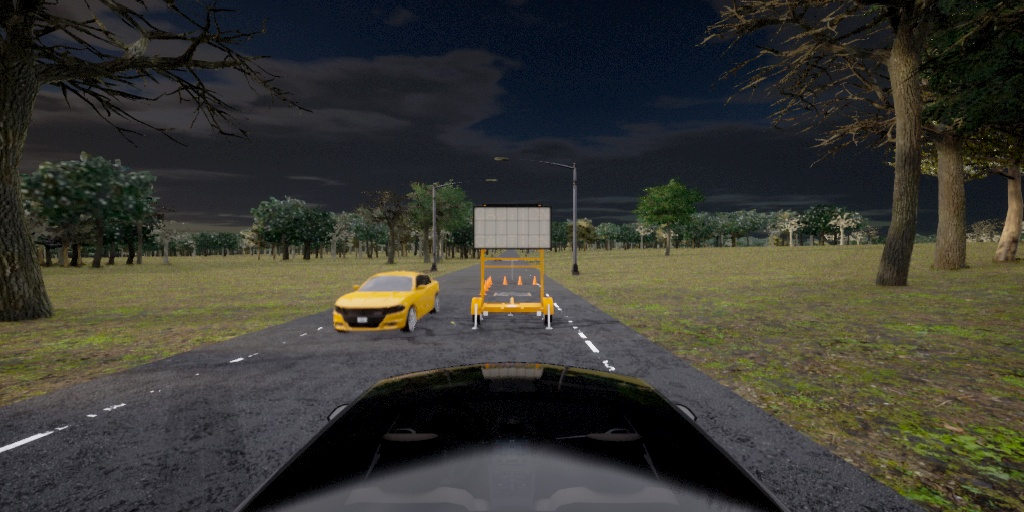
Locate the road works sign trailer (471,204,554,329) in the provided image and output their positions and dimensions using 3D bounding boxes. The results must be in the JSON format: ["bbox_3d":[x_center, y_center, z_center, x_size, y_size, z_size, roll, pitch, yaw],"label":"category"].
[{"bbox_3d":[0.011,0.197,11.139,2.380,3.560,2.880,0,0,0],"label":"road works sign trailer"}]

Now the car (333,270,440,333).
[{"bbox_3d":[-3.489,1.212,10.862,1.882,1.535,5.008,0,0,0],"label":"car"}]
